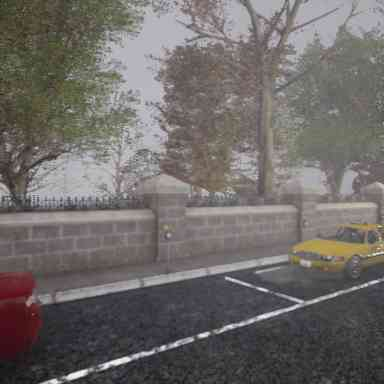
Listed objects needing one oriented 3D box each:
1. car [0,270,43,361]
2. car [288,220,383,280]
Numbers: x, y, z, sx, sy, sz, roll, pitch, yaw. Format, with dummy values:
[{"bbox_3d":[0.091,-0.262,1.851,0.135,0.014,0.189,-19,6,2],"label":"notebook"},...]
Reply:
[{"bbox_3d":[-4.104,1.541,3.632,4.507,1.381,1.887,0,0,-35],"label":"car"},{"bbox_3d":[4.930,1.552,10.075,4.829,1.417,1.752,0,0,-35],"label":"car"}]
